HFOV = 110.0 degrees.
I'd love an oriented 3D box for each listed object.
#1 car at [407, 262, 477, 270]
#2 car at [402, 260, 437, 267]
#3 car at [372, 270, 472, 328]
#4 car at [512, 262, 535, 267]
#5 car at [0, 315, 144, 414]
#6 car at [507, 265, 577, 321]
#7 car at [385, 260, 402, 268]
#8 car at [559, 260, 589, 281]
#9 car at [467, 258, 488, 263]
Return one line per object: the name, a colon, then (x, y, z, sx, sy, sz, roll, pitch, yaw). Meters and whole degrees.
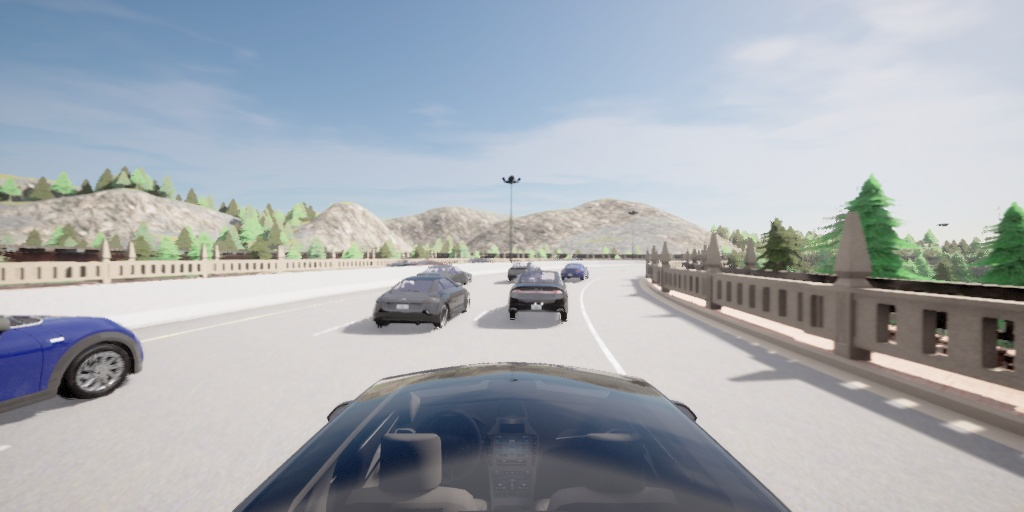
car: (-4.231, 1.284, 22.770, 2.033, 1.411, 5.357, 0, 0, 14)
car: (-9.689, 1.193, 40.255, 1.882, 1.535, 5.008, 0, 0, 22)
car: (-2.659, 1.304, 11.402, 1.994, 1.385, 4.181, 0, 0, 6)
car: (1.089, 1.254, 28.547, 2.128, 1.511, 4.902, 0, 0, 17)
car: (-6.733, 1.071, 3.588, 2.097, 1.767, 4.553, 0, 0, 1)
car: (1.020, 1.249, 12.636, 2.128, 1.511, 4.902, 0, 0, 8)
car: (-12.776, 1.193, 41.949, 2.128, 1.511, 4.902, 0, 0, 23)
car: (5.318, 1.308, 30.161, 1.812, 1.442, 4.674, 0, 0, 19)
car: (-4.498, 1.093, 43.381, 2.097, 1.767, 4.553, 0, 0, 25)
